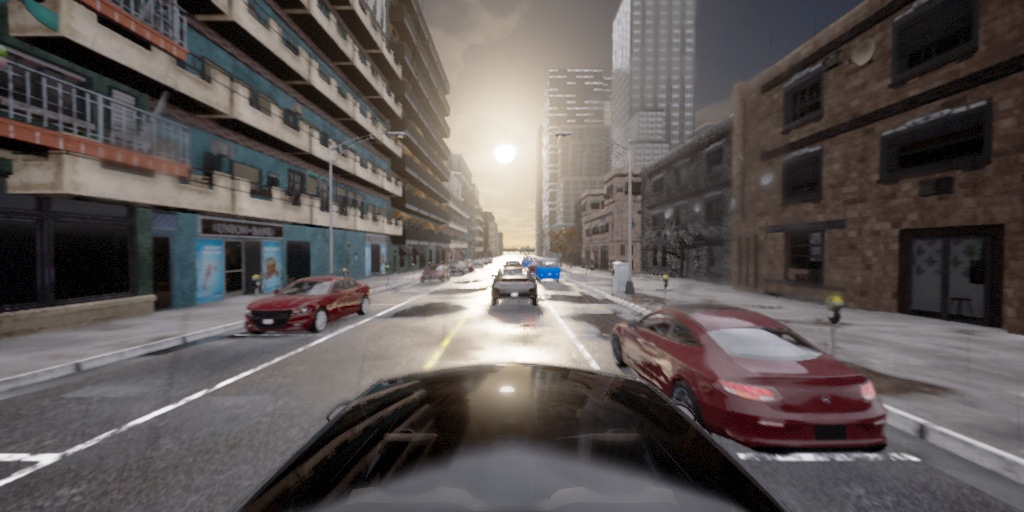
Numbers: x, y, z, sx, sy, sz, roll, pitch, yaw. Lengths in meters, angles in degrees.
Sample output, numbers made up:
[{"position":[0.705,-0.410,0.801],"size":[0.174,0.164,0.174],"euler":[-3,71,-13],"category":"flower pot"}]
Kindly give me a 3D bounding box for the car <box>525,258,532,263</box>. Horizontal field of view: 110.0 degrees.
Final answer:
[{"position":[2.686,1.250,38.569],"size":[1.888,1.381,4.507],"euler":[0,0,0],"category":"car"}]

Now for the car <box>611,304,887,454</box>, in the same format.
[{"position":[2.689,1.329,5.089],"size":[1.802,1.307,4.207],"euler":[0,0,0],"category":"car"}]

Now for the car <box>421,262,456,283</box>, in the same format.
[{"position":[-5.694,1.302,27.364],"size":[1.802,1.307,4.207],"euler":[0,0,0],"category":"car"}]

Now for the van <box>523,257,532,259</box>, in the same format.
[{"position":[2.684,1.028,49.730],"size":[1.690,1.789,3.998],"euler":[0,0,0],"category":"van"}]

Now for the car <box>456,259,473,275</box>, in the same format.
[{"position":[-5.696,1.256,38.526],"size":[2.007,1.370,4.403],"euler":[0,0,0],"category":"car"}]

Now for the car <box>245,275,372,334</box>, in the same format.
[{"position":[-5.692,1.285,10.623],"size":[1.888,1.381,4.507],"euler":[0,0,0],"category":"car"}]

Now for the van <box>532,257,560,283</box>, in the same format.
[{"position":[2.687,1.061,27.408],"size":[1.690,1.789,3.998],"euler":[0,0,0],"category":"van"}]

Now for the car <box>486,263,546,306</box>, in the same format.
[{"position":[0.096,1.226,15.808],"size":[2.128,1.511,4.902],"euler":[0,0,0],"category":"car"}]

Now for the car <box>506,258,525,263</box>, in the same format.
[{"position":[0.095,1.213,36.143],"size":[1.837,1.490,4.892],"euler":[0,0,0],"category":"car"}]

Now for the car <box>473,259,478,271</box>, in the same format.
[{"position":[-5.696,1.136,44.106],"size":[1.967,1.591,4.097],"euler":[0,0,0],"category":"car"}]

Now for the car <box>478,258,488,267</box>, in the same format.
[{"position":[-5.698,1.217,60.847],"size":[2.007,1.370,4.403],"euler":[0,0,0],"category":"car"}]
